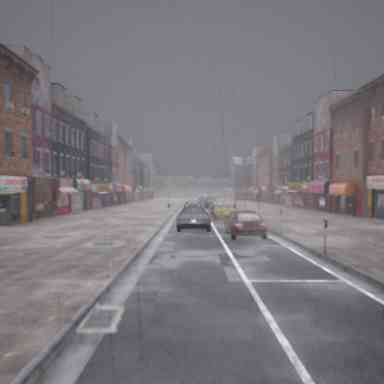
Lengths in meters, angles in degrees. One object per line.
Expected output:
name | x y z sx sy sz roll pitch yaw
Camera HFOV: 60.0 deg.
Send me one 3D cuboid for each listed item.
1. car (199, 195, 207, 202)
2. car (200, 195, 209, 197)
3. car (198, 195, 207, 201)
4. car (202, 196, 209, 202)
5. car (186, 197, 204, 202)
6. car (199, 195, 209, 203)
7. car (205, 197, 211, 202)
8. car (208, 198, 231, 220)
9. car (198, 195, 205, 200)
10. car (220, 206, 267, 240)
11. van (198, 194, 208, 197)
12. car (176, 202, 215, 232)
car | 2.612 1.482 77.667 1.752 1.417 4.829 -1 0 0
car | 2.616 1.535 49.835 1.947 1.339 4.313 -1 0 0
car | 2.612 1.521 83.030 1.947 1.339 4.313 -1 0 0
car | 2.617 1.538 44.302 1.947 1.339 4.313 -1 0 0
car | 0.096 1.576 37.867 1.895 1.301 4.718 0 0 0
car | 2.610 1.399 71.965 1.967 1.590 4.097 -1 0 0
car | 2.618 1.528 33.237 2.008 1.369 4.403 -1 0 0
car | 2.618 1.506 27.875 1.752 1.417 4.829 -1 0 0
car | 2.610 1.477 94.264 1.752 1.417 4.829 -1 0 0
car | 2.621 1.570 16.640 1.802 1.307 4.206 -1 0 0
van | 2.609 1.302 66.432 1.690 1.788 3.998 -1 0 0
car | 0.098 1.549 20.125 1.994 1.385 4.181 0 0 0
